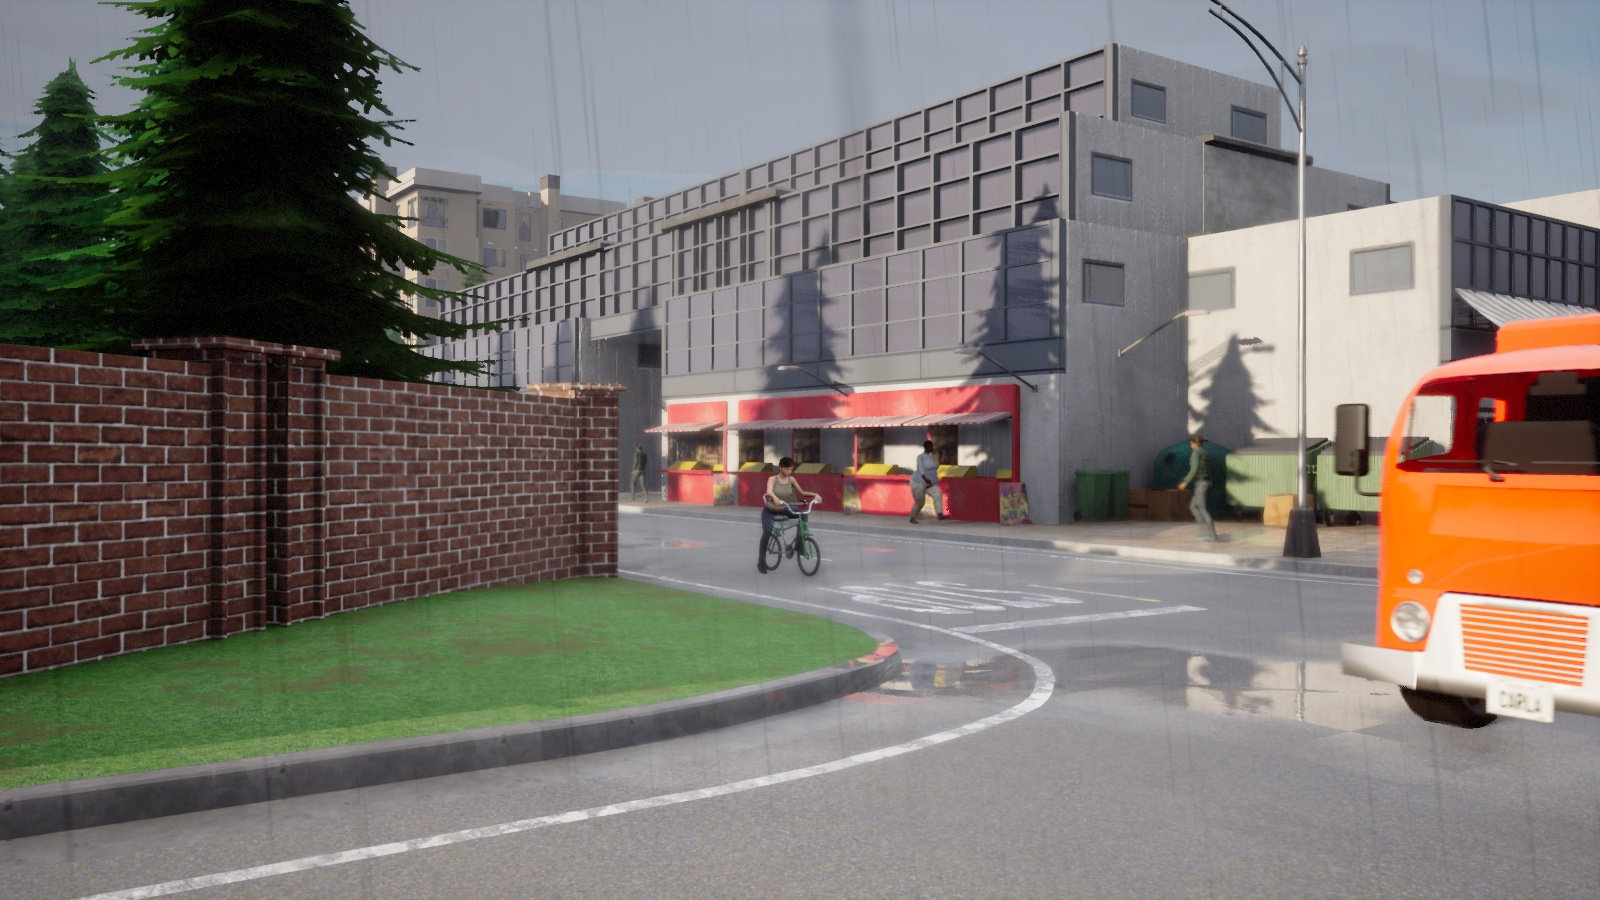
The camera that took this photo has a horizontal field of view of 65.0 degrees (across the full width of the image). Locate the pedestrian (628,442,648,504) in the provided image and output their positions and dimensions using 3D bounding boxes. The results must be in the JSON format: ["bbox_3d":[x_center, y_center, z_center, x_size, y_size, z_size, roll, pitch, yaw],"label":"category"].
[{"bbox_3d":[-4.860,0.684,37.644,0.353,1.847,0.614,0,0,-36],"label":"pedestrian"}]

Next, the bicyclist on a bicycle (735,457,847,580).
[{"bbox_3d":[-0.142,0.900,17.330,0.866,1.612,1.509,0,0,-33],"label":"bicyclist on a bicycle"}]

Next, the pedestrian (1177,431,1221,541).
[{"bbox_3d":[6.834,0.607,21.503,0.353,1.847,0.614,0,0,-43],"label":"pedestrian"}]

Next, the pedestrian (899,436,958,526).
[{"bbox_3d":[2.722,0.641,26.599,0.900,1.855,0.874,0,0,44],"label":"pedestrian"}]

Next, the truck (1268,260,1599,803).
[{"bbox_3d":[5.548,0.390,7.519,5.204,2.467,2.627,1,0,-35],"label":"truck"}]
